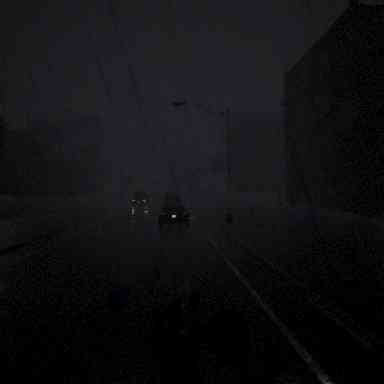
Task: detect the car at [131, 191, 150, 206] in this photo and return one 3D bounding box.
[{"bbox_3d":[-5.968,0.737,38.828,1.837,1.490,4.892,0,3,-4],"label":"car"}]

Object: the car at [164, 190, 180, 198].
[{"bbox_3d":[-2.522,0.469,42.821,1.882,1.535,5.008,0,4,-4],"label":"car"}]

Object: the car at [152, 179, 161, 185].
[{"bbox_3d":[-8.472,-2.428,79.782,1.882,1.535,5.008,0,4,-4],"label":"car"}]

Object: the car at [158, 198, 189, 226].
[{"bbox_3d":[-1.243,1.415,22.520,1.994,1.385,4.181,0,1,-4],"label":"car"}]
